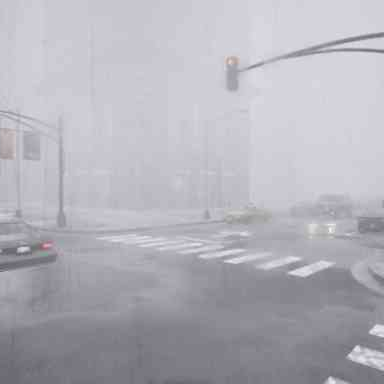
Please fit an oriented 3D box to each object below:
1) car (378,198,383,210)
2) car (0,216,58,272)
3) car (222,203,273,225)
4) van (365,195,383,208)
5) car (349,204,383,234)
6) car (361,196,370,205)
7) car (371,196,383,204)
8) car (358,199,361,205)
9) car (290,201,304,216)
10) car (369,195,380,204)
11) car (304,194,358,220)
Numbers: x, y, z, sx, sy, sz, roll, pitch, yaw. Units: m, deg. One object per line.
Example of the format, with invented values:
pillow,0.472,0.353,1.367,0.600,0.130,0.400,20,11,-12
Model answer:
car,27.066,1.604,45.153,2.033,1.411,5.357,0,0,42
car,-5.932,1.417,9.736,5.357,1.411,2.033,1,1,42
car,4.096,1.503,23.918,1.752,1.417,4.829,-1,-1,42
van,27.168,1.392,49.398,1.690,1.788,3.998,-1,-1,42
car,10.523,1.561,18.312,1.887,1.381,4.507,-1,-1,42
car,20.609,1.576,42.153,1.887,1.381,4.507,-1,-1,42
car,13.941,1.343,22.081,2.192,1.841,5.009,-1,-1,42
car,17.328,1.336,38.533,2.192,1.841,5.009,-1,-1,42
car,10.770,1.551,31.287,2.008,1.369,4.403,-1,-1,42
car,23.888,1.482,45.775,1.967,1.590,4.097,-1,-1,42
car,12.146,1.231,28.822,2.150,2.045,5.566,0,0,42
